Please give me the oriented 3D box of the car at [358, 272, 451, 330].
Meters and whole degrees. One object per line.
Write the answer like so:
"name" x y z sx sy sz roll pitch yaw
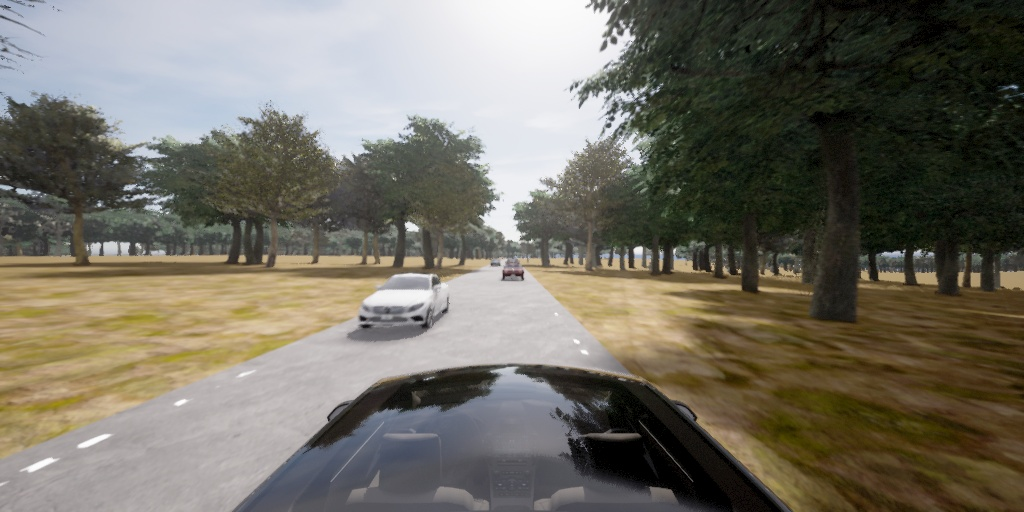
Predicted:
"car" -3.102 1.259 11.232 1.812 1.442 4.674 0 0 0

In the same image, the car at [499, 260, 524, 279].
"car" 0.096 1.314 31.698 1.895 1.301 4.718 0 0 0

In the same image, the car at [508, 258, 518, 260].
"car" 0.092 1.056 48.485 2.097 1.767 4.553 0 0 0
